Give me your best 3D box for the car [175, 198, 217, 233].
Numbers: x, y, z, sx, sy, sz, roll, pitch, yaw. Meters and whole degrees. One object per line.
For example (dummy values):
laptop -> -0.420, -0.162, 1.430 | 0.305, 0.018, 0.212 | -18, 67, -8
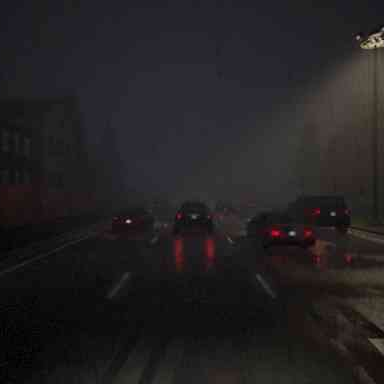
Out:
car -> 0.109, 1.333, 19.627 | 2.097, 1.767, 4.553 | 0, 0, 0

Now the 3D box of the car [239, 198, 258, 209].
car -> 7.103, 1.436, 42.294 | 1.882, 1.535, 5.008 | 0, 0, 0

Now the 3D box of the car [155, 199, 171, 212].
car -> -3.429, 1.511, 37.744 | 2.033, 1.411, 5.357 | 0, 0, 1

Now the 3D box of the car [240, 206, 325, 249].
car -> 3.606, 1.533, 14.426 | 2.033, 1.411, 5.357 | 0, 0, 0

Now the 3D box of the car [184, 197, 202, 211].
car -> 0.096, 1.452, 41.240 | 2.128, 1.511, 4.902 | 0, 0, 0

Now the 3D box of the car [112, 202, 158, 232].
car -> -3.391, 1.545, 19.763 | 1.994, 1.385, 4.181 | 0, 0, 0

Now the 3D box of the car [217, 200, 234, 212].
car -> 3.559, 1.565, 37.260 | 1.895, 1.301, 4.718 | 0, 0, 1

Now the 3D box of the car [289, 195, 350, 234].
car -> 7.110, 1.201, 19.434 | 2.150, 2.045, 5.566 | 0, 0, 0
